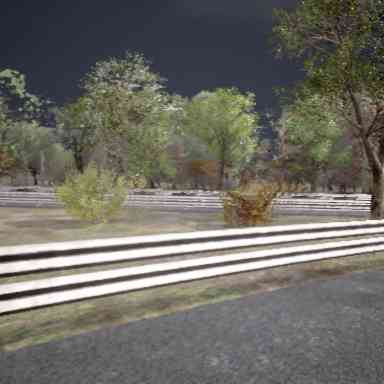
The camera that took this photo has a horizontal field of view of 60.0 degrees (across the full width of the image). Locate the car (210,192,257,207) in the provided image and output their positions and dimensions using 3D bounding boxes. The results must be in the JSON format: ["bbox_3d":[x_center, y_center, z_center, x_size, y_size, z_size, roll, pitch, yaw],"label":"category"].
[{"bbox_3d":[4.456,0.790,36.090,4.892,1.490,1.837,1,2,3],"label":"car"}]

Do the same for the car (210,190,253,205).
[{"bbox_3d":[4.633,0.670,39.582,5.008,1.535,1.882,1,2,3],"label":"car"}]

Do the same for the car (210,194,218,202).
[{"bbox_3d":[4.311,0.934,32.595,5.357,1.411,2.033,1,2,3],"label":"car"}]
